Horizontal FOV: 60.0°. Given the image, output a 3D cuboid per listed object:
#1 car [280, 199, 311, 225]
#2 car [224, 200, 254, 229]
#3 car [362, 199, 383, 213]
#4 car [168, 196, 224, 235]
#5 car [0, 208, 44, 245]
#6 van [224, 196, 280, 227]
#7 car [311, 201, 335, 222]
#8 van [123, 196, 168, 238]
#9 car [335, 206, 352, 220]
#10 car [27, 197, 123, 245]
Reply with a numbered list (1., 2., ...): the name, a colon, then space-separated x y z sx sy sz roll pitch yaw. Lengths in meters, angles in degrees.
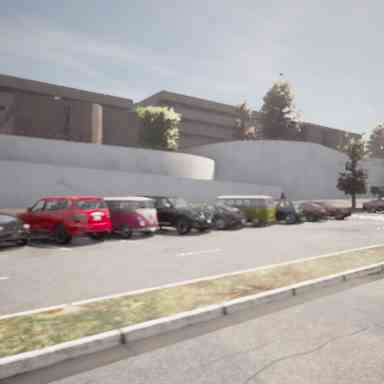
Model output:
1. car: 5.928 1.362 24.477 4.553 1.767 2.185 -1 0 34
2. car: 1.051 1.494 21.027 4.892 1.521 2.231 -1 0 34
3. car: 20.581 1.504 34.927 4.792 1.488 2.163 -1 -1 34
4. car: -1.357 1.244 19.290 5.566 2.045 2.435 -1 -1 34
5. car: -8.669 1.535 14.099 4.674 1.452 2.002 -1 -1 34
6. van: 3.376 1.267 22.829 4.442 1.987 1.878 -1 0 34
7. car: 8.335 1.526 26.222 4.674 1.452 2.002 -1 0 35
8. van: -3.713 1.270 17.508 4.442 1.987 1.878 -1 -1 35
9. car: 10.805 1.513 27.957 4.792 1.488 2.163 -1 -1 34
10. car: -6.269 1.248 15.851 5.566 2.045 2.435 -1 -1 34
